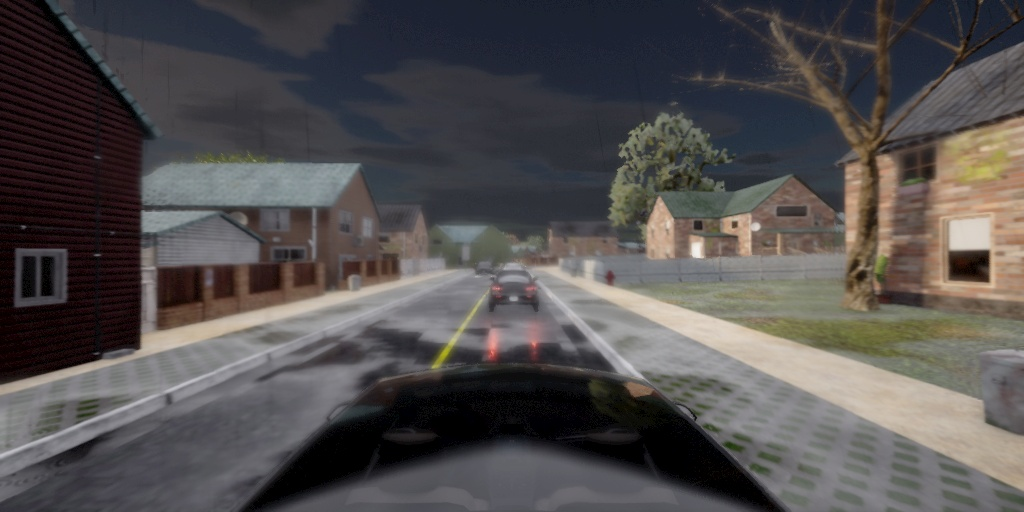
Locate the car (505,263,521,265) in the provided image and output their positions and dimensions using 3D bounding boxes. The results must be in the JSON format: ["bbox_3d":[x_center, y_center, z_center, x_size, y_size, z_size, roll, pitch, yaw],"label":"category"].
[{"bbox_3d":[0.074,1.278,28.731,1.812,1.442,4.674,0,0,0],"label":"car"}]

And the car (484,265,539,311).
[{"bbox_3d":[0.075,1.272,14.327,1.812,1.442,4.674,0,0,0],"label":"car"}]

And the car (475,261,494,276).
[{"bbox_3d":[-2.816,1.268,38.267,1.837,1.490,4.892,0,-1,0],"label":"car"}]
